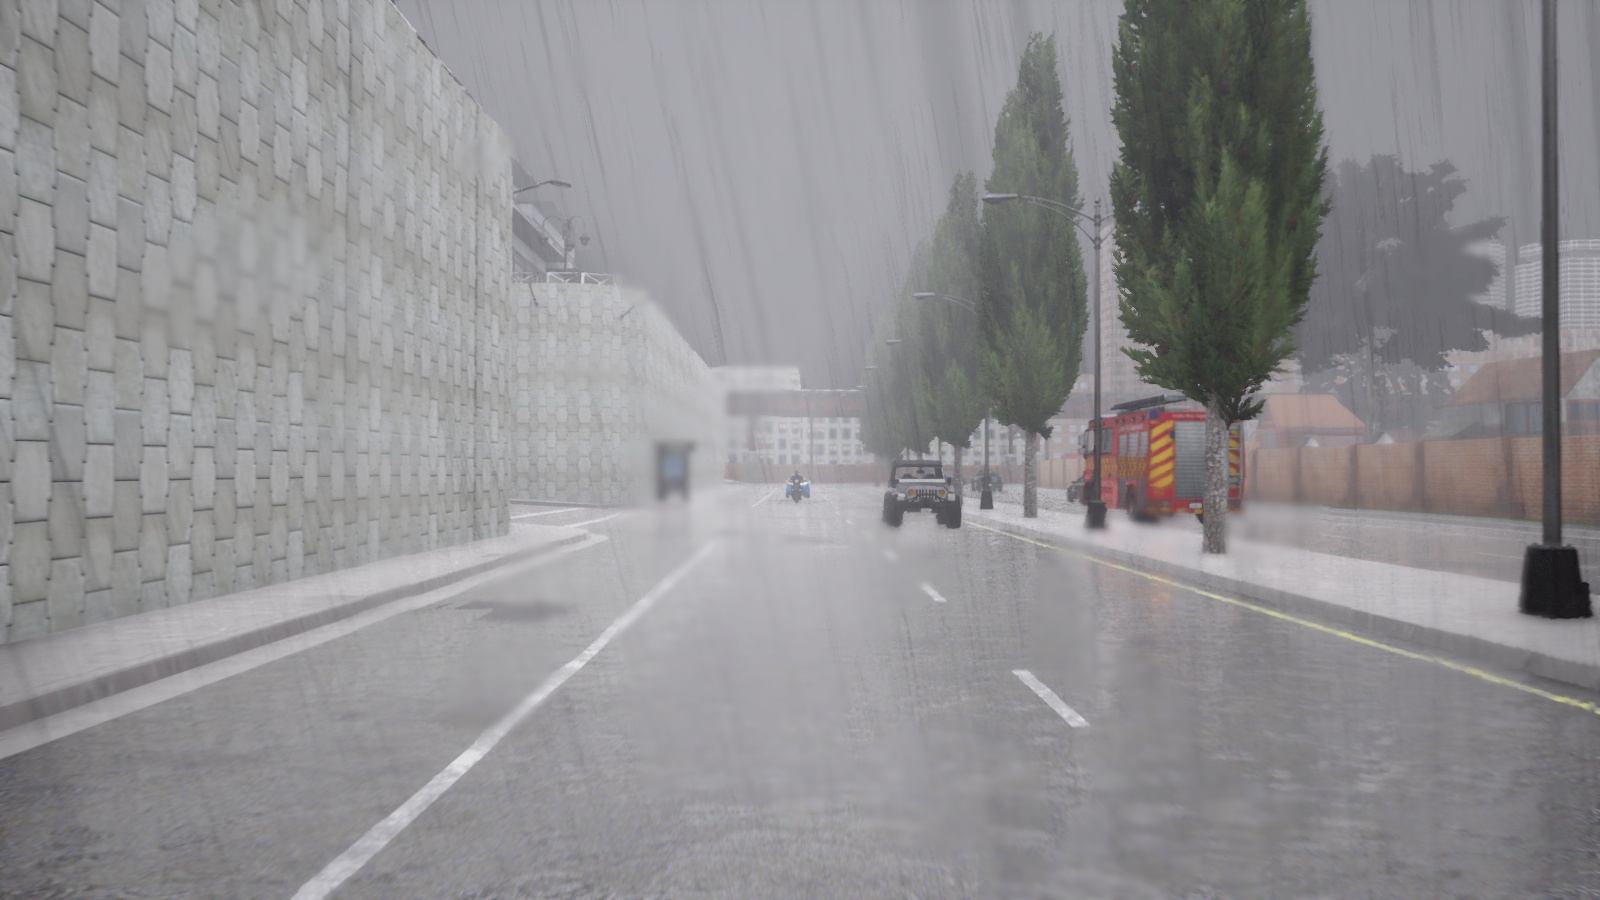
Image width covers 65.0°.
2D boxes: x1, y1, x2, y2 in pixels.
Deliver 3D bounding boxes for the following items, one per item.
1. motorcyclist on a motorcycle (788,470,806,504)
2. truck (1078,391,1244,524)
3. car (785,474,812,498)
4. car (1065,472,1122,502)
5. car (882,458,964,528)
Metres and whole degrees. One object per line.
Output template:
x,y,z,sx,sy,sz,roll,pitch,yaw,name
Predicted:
-0.147,1.781,60.498,0.866,1.590,1.817,0,-1,0,motorcyclist on a motorcycle
11.397,0.285,40.665,2.891,3.827,8.468,0,-1,0,truck
-0.090,2.087,72.710,1.481,1.376,2.207,0,-1,2,car
14.845,1.849,63.777,1.812,1.442,4.674,0,-1,0,car
3.414,1.185,35.444,1.905,1.878,3.866,0,-1,0,car
